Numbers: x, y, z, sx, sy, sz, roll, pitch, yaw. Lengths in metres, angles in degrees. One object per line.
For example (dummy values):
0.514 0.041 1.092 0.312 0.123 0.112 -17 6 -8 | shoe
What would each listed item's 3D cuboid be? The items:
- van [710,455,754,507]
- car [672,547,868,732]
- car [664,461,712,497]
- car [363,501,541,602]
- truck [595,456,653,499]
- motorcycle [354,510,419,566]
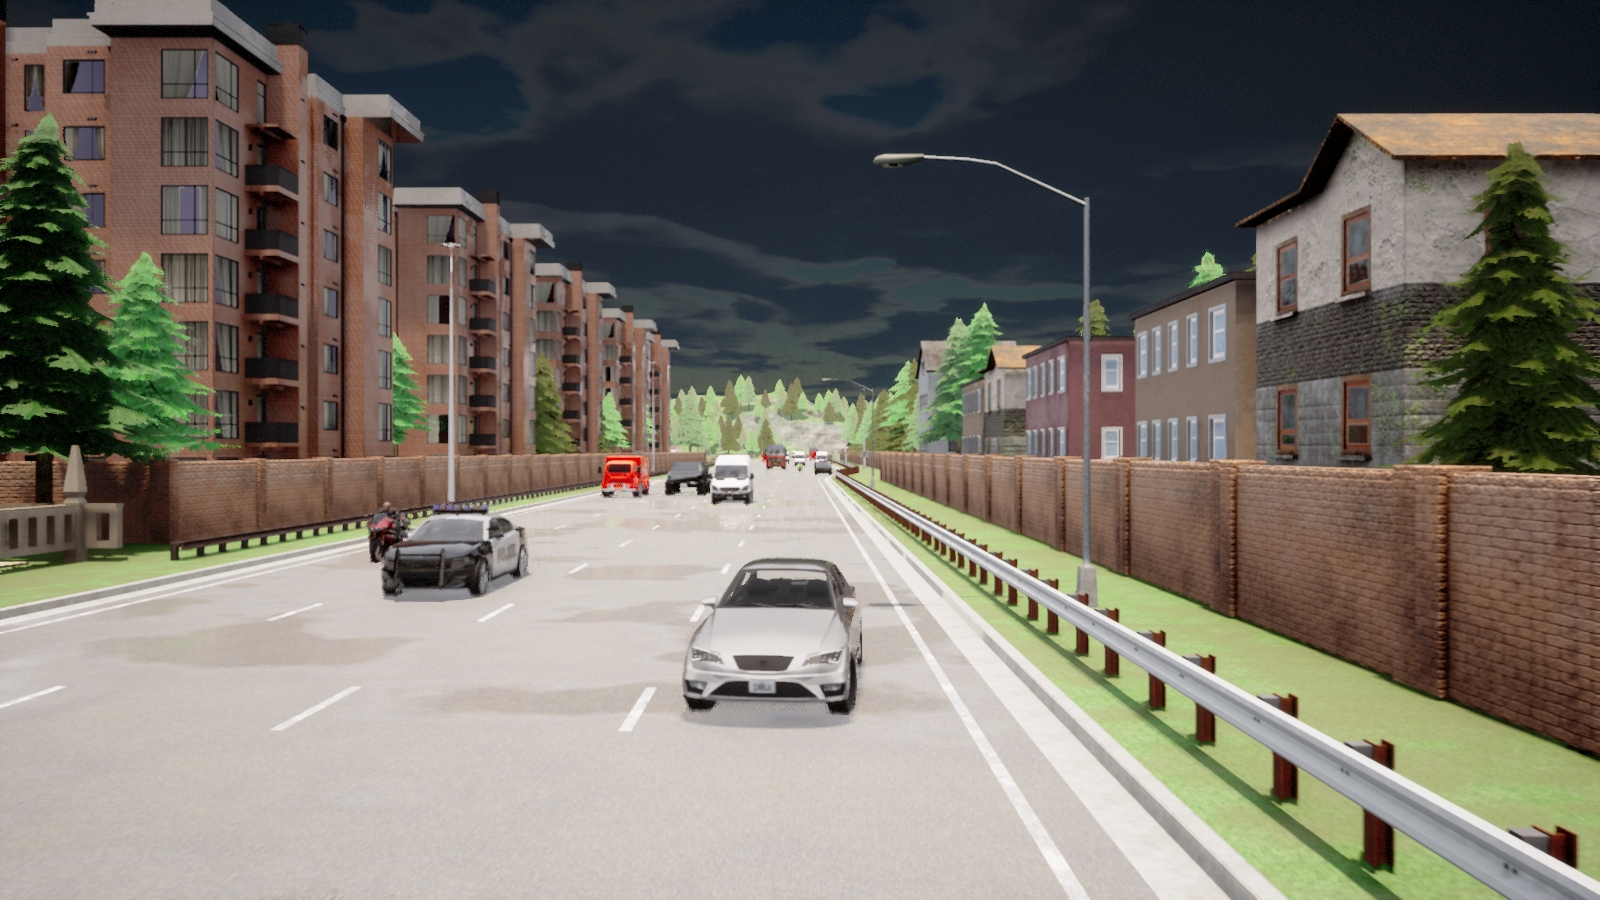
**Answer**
-3.502 1.552 59.968 1.988 2.561 5.915 0 0 0 | van
-0.185 2.070 13.538 1.816 1.474 4.193 0 0 6 | car
-7.009 1.774 71.930 2.390 2.098 6.274 0 0 0 | car
-7.002 1.989 23.688 2.097 1.638 5.238 0 0 0 | car
-10.508 1.588 68.622 2.627 2.467 5.204 0 0 0 | truck
-10.505 2.214 29.109 0.867 1.251 2.209 0 0 0 | motorcycle
